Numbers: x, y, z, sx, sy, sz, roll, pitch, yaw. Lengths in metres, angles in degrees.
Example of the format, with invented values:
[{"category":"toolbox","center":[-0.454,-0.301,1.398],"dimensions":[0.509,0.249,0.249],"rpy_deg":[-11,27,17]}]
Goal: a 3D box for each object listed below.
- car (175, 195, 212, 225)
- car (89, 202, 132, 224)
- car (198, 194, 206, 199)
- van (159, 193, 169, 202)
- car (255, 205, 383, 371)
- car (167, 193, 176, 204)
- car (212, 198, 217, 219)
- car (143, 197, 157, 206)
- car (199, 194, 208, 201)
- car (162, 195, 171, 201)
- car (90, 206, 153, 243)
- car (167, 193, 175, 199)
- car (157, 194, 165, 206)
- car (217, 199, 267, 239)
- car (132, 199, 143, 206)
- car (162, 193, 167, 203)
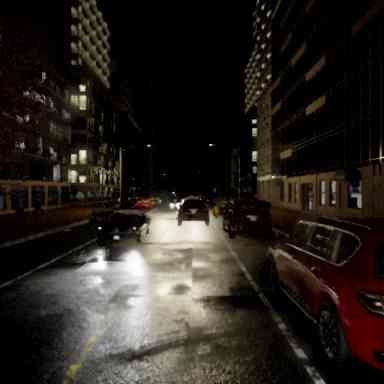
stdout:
[{"category":"car","center":[0.106,1.298,23.618],"dimensions":[2.097,1.767,4.553],"rpy_deg":[0,0,0]},{"category":"car","center":[-5.682,1.501,22.730],"dimensions":[2.008,1.369,4.403],"rpy_deg":[0,0,0]},{"category":"car","center":[2.714,1.332,91.020],"dimensions":[1.802,1.307,4.206],"rpy_deg":[0,0,0]},{"category":"van","center":[-5.671,1.165,68.268],"dimensions":[1.690,1.788,3.998],"rpy_deg":[0,0,0]},{"category":"car","center":[2.695,1.303,5.639],"dimensions":[2.192,1.841,5.009],"rpy_deg":[0,0,0]},{"category":"car","center":[-2.987,1.348,61.432],"dimensions":[2.128,1.511,4.902],"rpy_deg":[0,0,0]},{"category":"car","center":[2.699,1.460,28.578],"dimensions":[1.752,1.417,4.829],"rpy_deg":[0,0,0]},{"category":"car","center":[-5.678,1.488,39.806],"dimensions":[1.802,1.307,4.206],"rpy_deg":[0,0,0]},{"category":"car","center":[2.712,1.227,79.636],"dimensions":[1.967,1.590,4.097],"rpy_deg":[0,0,0]},{"category":"car","center":[-5.671,1.388,73.961],"dimensions":[1.802,1.307,4.206],"rpy_deg":[0,0,0]},{"category":"car","center":[-3.098,1.567,15.920],"dimensions":[1.895,1.301,4.718],"rpy_deg":[0,0,0]},{"category":"car","center":[-5.666,1.191,91.036],"dimensions":[1.967,1.590,4.097],"rpy_deg":[0,0,0]},{"category":"car","center":[-5.676,1.425,51.191],"dimensions":[2.008,1.369,4.403],"rpy_deg":[0,0,0]},{"category":"car","center":[2.698,1.278,17.024],"dimensions":[2.192,1.841,5.009],"rpy_deg":[0,0,0]},{"category":"car","center":[-5.681,1.502,28.423],"dimensions":[1.947,1.339,4.313],"rpy_deg":[0,0,0]},{"category":"car","center":[-5.673,1.385,62.576],"dimensions":[1.887,1.381,4.507],"rpy_deg":[0,0,0]}]
